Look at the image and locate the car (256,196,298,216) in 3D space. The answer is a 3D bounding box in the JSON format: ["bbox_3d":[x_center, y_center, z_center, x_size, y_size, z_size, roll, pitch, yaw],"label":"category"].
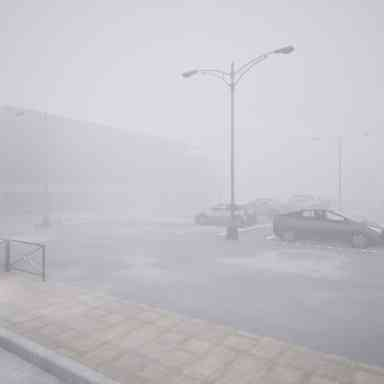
[{"bbox_3d":[5.542,1.345,26.836,5.027,1.636,2.152,0,0,35],"label":"car"}]

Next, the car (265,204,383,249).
[{"bbox_3d":[5.807,1.490,14.351,4.514,1.523,2.007,0,0,35],"label":"car"}]

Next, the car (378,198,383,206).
[{"bbox_3d":[29.339,1.576,48.393,3.806,1.475,1.970,0,0,35],"label":"car"}]

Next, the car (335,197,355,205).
[{"bbox_3d":[24.966,1.565,55.089,3.633,1.501,1.845,0,0,35],"label":"car"}]

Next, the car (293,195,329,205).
[{"bbox_3d":[12.875,1.269,37.321,3.866,1.878,1.905,0,0,35],"label":"car"}]

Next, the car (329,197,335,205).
[{"bbox_3d":[14.202,1.289,39.938,4.605,1.855,1.932,0,0,35],"label":"car"}]

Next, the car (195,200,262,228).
[{"bbox_3d":[2.129,1.424,21.392,3.806,1.475,1.970,0,0,35],"label":"car"}]
